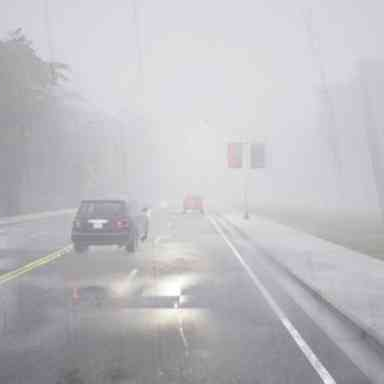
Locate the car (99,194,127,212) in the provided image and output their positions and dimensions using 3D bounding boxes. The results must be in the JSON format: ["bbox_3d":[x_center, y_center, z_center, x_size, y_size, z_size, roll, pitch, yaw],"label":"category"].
[{"bbox_3d":[-9.819,1.281,41.633,2.150,2.045,5.566,0,0,0],"label":"car"}]

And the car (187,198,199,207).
[{"bbox_3d":[0.120,1.672,55.407,1.994,1.385,4.181,0,0,0],"label":"car"}]

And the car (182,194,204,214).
[{"bbox_3d":[0.115,1.266,36.575,2.150,2.045,5.566,0,0,0],"label":"car"}]

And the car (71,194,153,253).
[{"bbox_3d":[-3.144,1.223,13.794,2.150,2.045,5.566,0,0,0],"label":"car"}]

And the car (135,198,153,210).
[{"bbox_3d":[-6.560,1.601,45.820,1.812,1.442,4.674,0,0,0],"label":"car"}]
